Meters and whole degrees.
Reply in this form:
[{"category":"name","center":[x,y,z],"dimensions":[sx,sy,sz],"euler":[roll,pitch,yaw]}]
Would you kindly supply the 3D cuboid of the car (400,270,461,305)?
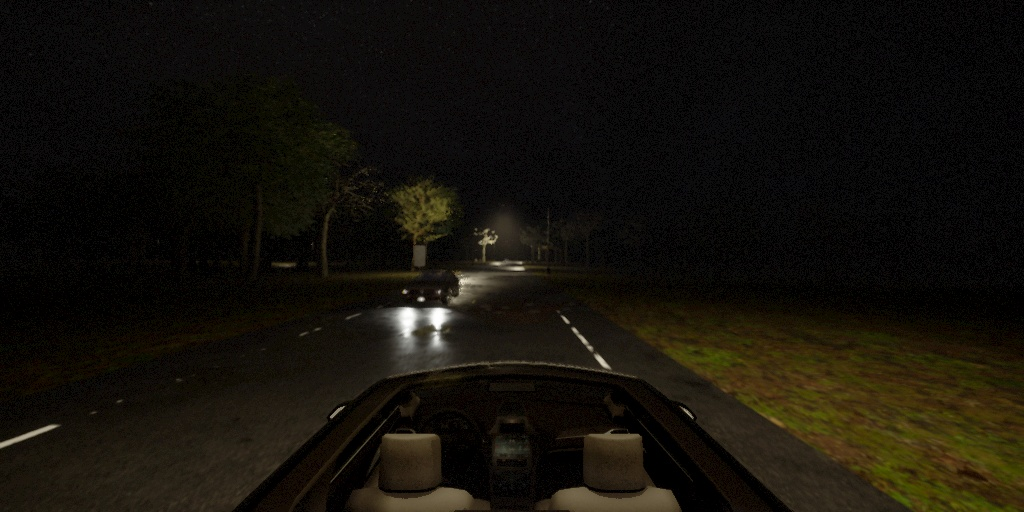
[{"category":"car","center":[-3.586,1.359,16.871],"dimensions":[2.033,1.411,5.357],"euler":[1,-1,0]}]
